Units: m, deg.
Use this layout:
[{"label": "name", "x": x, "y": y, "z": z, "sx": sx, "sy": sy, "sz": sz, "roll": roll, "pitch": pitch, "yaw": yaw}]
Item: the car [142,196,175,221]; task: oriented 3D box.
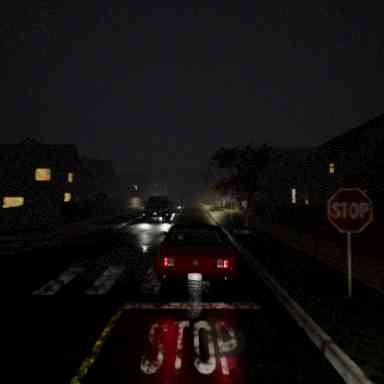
[{"label": "car", "x": -2.884, "y": 1.352, "z": 28.606, "sx": 2.150, "sy": 2.045, "sz": 5.566, "roll": 0, "pitch": 0, "yaw": 0}]

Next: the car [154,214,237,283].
[{"label": "car", "x": 0.093, "y": 1.570, "z": 9.603, "sx": 1.895, "sy": 1.301, "sz": 4.718, "roll": 2, "pitch": 1, "yaw": 0}]

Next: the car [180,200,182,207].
[{"label": "car", "x": -2.838, "y": 1.909, "z": 60.823, "sx": 2.033, "sy": 1.411, "sz": 5.357, "roll": 0, "pitch": -1, "yaw": 1}]

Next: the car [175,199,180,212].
[{"label": "car", "x": -2.894, "y": 1.746, "z": 39.850, "sx": 2.033, "sy": 1.411, "sz": 5.357, "roll": 0, "pitch": 0, "yaw": 0}]
